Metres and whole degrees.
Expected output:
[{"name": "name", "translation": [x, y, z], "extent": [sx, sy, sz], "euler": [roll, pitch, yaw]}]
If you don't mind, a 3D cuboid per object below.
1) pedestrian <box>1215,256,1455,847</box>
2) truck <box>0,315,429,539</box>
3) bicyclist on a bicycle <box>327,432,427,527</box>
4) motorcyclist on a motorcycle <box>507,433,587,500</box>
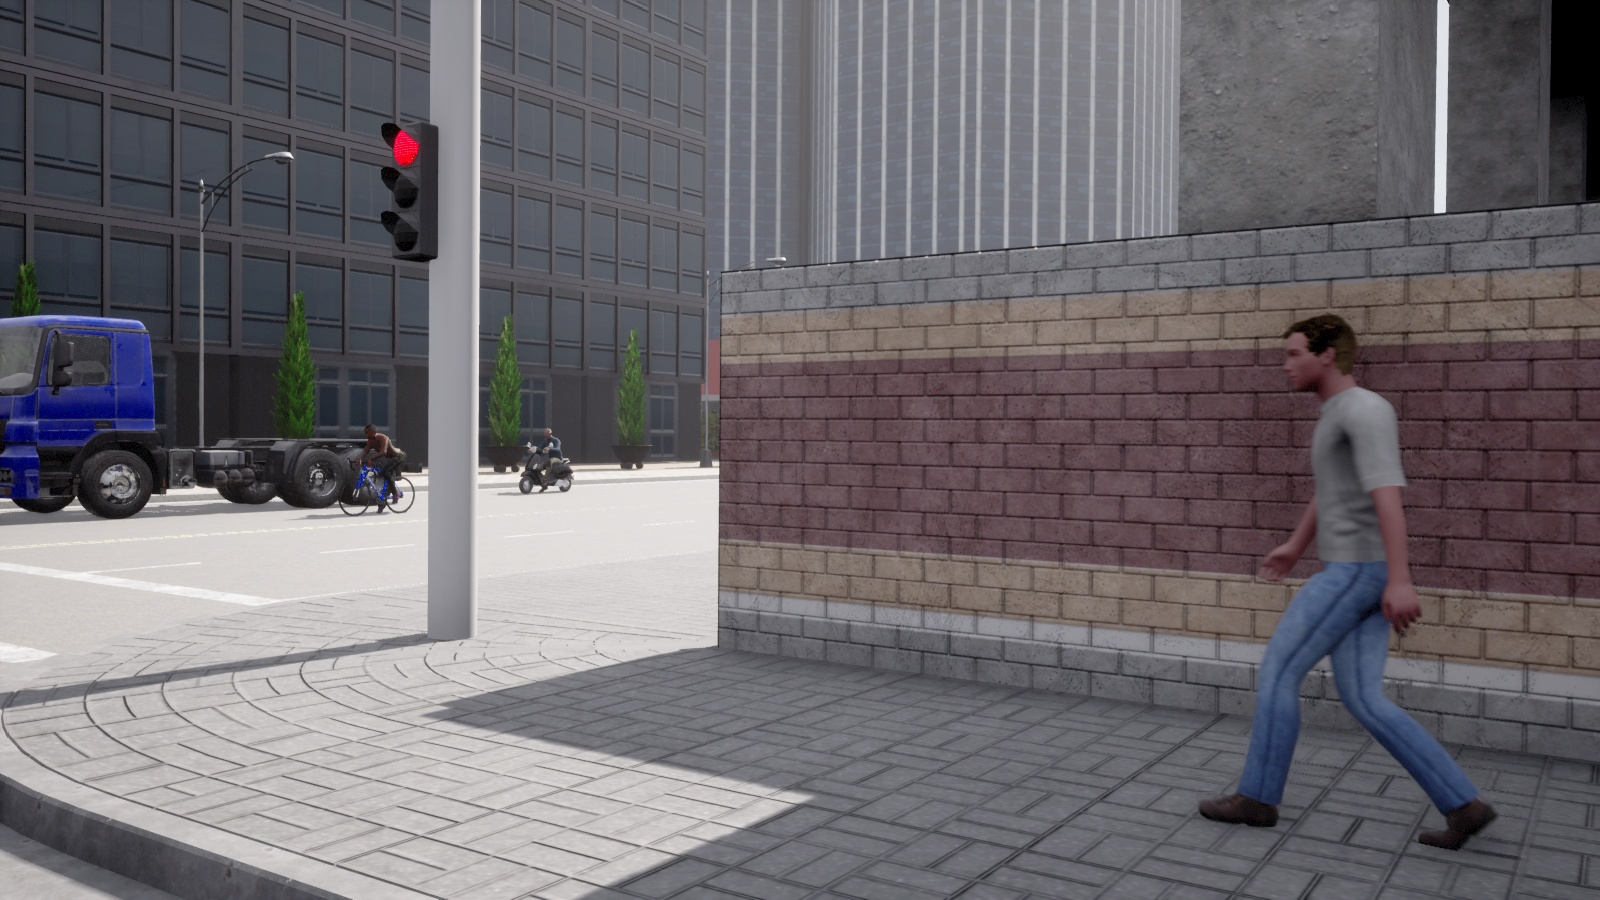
[{"name": "pedestrian", "translation": [1.785, 0.315, 4.206], "extent": [0.706, 1.836, 0.354], "euler": [0, 1, 25]}, {"name": "truck", "translation": [-11.092, -0.415, 23.453], "extent": [2.891, 3.462, 7.936], "euler": [0, 1, 34]}, {"name": "bicyclist on a bicycle", "translation": [-7.542, 0.501, 22.464], "extent": [0.582, 1.620, 1.656], "euler": [0, 1, 34]}, {"name": "motorcyclist on a motorcycle", "translation": [-6.189, 0.376, 30.776], "extent": [0.866, 1.590, 1.817], "euler": [0, 1, 34]}]
